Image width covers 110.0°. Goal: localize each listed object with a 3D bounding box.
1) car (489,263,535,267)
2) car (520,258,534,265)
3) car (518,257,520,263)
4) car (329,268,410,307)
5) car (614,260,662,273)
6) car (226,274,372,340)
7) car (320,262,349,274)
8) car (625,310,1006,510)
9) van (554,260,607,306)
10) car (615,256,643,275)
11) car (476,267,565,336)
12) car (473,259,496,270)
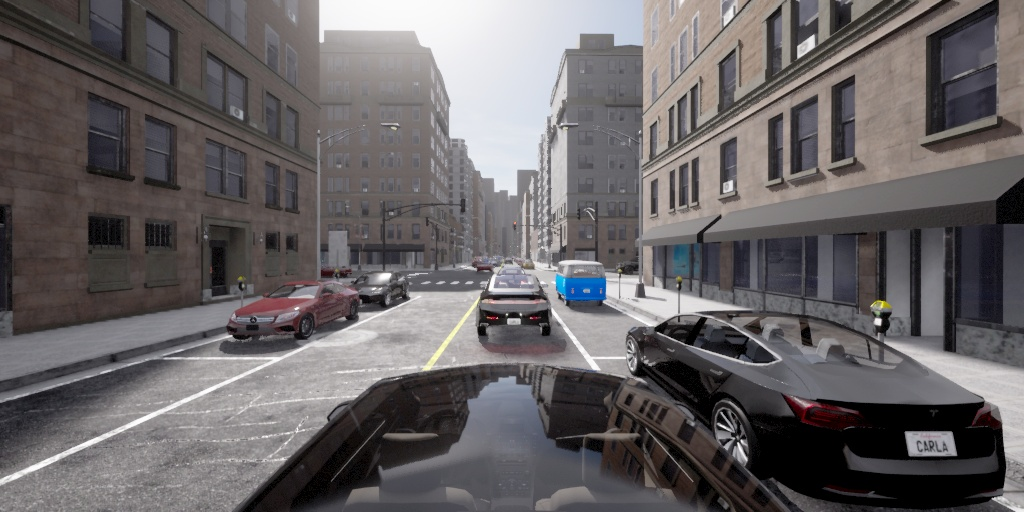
[{"bbox_3d":[-0.034,1.297,20.131,2.033,1.411,5.357,0,0,0],"label":"car"},{"bbox_3d":[2.546,1.267,54.778,1.751,1.417,4.829,0,0,-1],"label":"car"},{"bbox_3d":[2.462,1.179,60.133,1.967,1.591,4.097,0,0,-1],"label":"car"},{"bbox_3d":[-5.694,1.315,15.393,1.948,1.339,4.313,0,0,0],"label":"car"},{"bbox_3d":[14.726,1.211,42.081,5.008,1.535,1.882,0,0,-1],"label":"car"},{"bbox_3d":[-5.683,1.332,9.942,1.802,1.307,4.207,0,0,0],"label":"car"},{"bbox_3d":[-16.657,1.340,31.695,4.718,1.301,1.895,0,0,-1],"label":"car"},{"bbox_3d":[2.852,1.316,4.522,1.948,1.339,4.313,0,0,0],"label":"car"},{"bbox_3d":[2.831,1.090,15.419,1.690,1.789,3.998,0,0,0],"label":"van"},{"bbox_3d":[14.107,0.964,38.823,5.566,2.045,2.150,0,0,-1],"label":"car"},{"bbox_3d":[0.057,1.241,10.388,2.128,1.511,4.902,0,0,0],"label":"car"},{"bbox_3d":[-3.247,1.336,43.370,1.895,1.301,4.718,0,0,-1],"label":"car"}]
